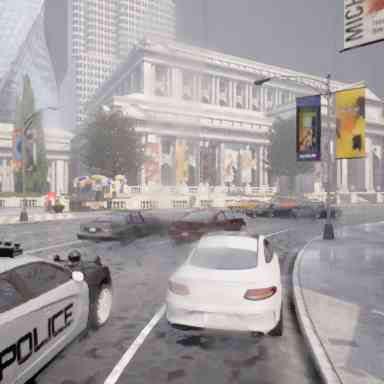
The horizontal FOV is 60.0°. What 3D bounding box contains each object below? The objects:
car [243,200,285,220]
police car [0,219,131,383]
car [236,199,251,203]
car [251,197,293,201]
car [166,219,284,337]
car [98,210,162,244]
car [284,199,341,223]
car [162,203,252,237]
[{"bbox_3d":[6.707,1.602,27.932,4.718,1.301,1.895,0,0,-40],"label":"car"},{"bbox_3d":[-2.548,1.424,4.121,1.930,1.638,5.238,0,0,7],"label":"police car"},{"bbox_3d":[5.940,1.478,36.207,5.008,1.535,1.882,0,0,-34],"label":"car"},{"bbox_3d":[8.665,1.353,33.840,4.553,1.767,2.097,0,0,-33],"label":"car"},{"bbox_3d":[0.836,1.525,6.696,1.812,1.442,4.674,0,0,13],"label":"car"},{"bbox_3d":[-2.840,1.546,15.466,2.033,1.411,5.357,0,0,26],"label":"car"},{"bbox_3d":[9.746,1.494,25.886,4.902,1.511,2.128,0,0,-39],"label":"car"},{"bbox_3d":[0.894,1.477,15.027,1.882,1.535,5.008,0,0,28],"label":"car"}]
